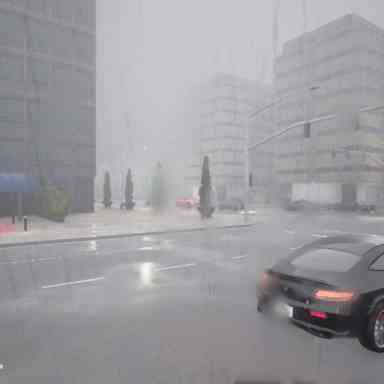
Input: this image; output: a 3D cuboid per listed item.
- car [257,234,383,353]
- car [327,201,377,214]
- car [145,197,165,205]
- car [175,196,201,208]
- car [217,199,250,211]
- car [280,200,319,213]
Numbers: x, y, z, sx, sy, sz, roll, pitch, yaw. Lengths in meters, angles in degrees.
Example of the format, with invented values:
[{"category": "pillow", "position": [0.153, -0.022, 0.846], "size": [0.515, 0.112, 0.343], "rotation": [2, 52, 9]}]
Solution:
[{"category": "car", "position": [3.210, 1.526, 6.110], "size": [4.674, 1.442, 1.812], "rotation": [0, 0, -35]}, {"category": "car", "position": [16.856, 1.600, 35.381], "size": [1.895, 1.301, 4.718], "rotation": [0, 0, -35]}, {"category": "car", "position": [-6.161, 1.564, 55.686], "size": [1.994, 1.385, 4.181], "rotation": [0, 0, -35]}, {"category": "car", "position": [-0.467, 1.352, 47.548], "size": [2.097, 1.767, 4.553], "rotation": [0, 0, -35]}, {"category": "car", "position": [4.916, 1.564, 39.870], "size": [1.994, 1.385, 4.181], "rotation": [0, 0, -35]}, {"category": "car", "position": [11.755, 1.564, 36.558], "size": [1.994, 1.385, 4.181], "rotation": [0, 0, -35]}]
